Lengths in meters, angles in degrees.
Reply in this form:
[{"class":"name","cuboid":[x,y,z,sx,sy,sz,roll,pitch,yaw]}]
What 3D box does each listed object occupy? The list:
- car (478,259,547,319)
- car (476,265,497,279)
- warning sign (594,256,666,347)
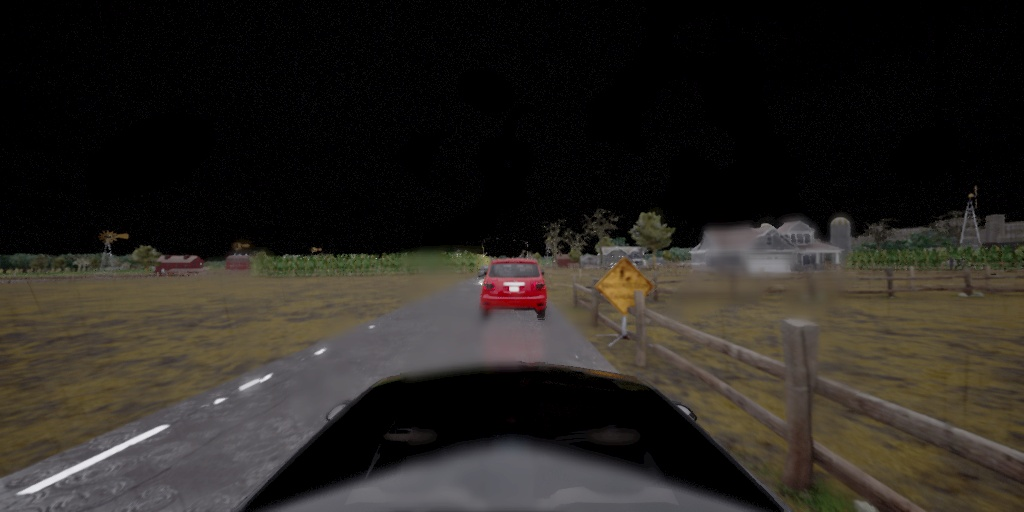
[{"class":"car","cuboid":[0.083,1.122,13.650,2.150,2.045,5.566,0,0,0]},{"class":"car","cuboid":[-2.838,1.807,41.245,2.128,1.511,4.902,0,-1,0]},{"class":"warning sign","cuboid":[2.451,0.936,7.847,1.300,1.860,1.060,0,0,0]}]
